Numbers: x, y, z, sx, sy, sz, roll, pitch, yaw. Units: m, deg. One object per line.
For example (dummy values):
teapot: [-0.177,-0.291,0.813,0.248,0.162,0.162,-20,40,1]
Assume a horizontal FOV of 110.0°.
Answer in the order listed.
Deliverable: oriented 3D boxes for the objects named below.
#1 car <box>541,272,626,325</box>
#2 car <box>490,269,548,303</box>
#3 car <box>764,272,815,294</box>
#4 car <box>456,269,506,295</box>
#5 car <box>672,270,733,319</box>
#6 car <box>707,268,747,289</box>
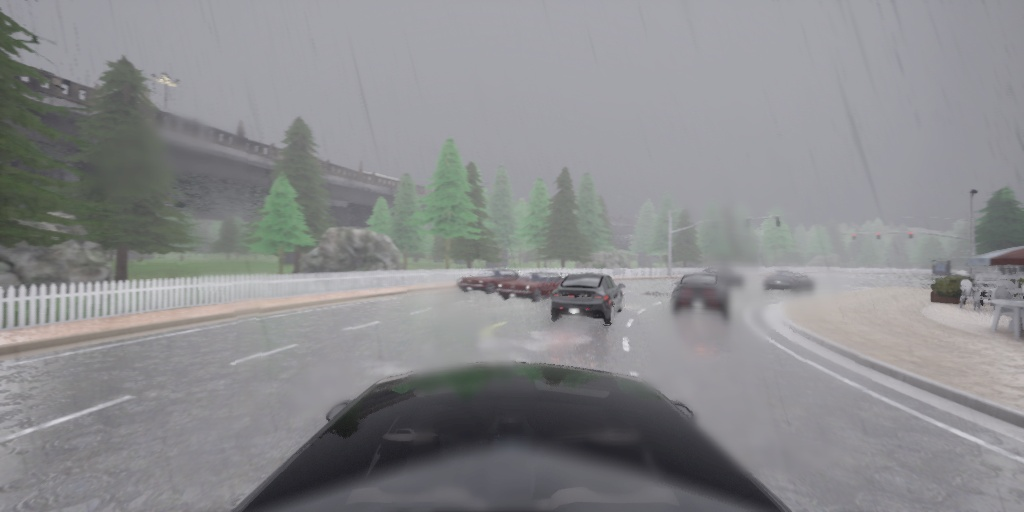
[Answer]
car: [2.736,1.356,12.486,1.837,1.490,4.892,0,-1,23]
car: [1.217,1.445,17.541,1.895,1.301,4.718,1,0,33]
car: [19.190,1.783,24.752,4.181,1.385,1.994,1,0,-37]
car: [-0.961,1.416,20.481,1.895,1.301,4.718,1,0,35]
car: [7.583,1.456,14.221,1.837,1.490,4.892,0,-1,31]
car: [15.468,1.660,26.339,4.892,1.490,1.837,1,0,-37]
